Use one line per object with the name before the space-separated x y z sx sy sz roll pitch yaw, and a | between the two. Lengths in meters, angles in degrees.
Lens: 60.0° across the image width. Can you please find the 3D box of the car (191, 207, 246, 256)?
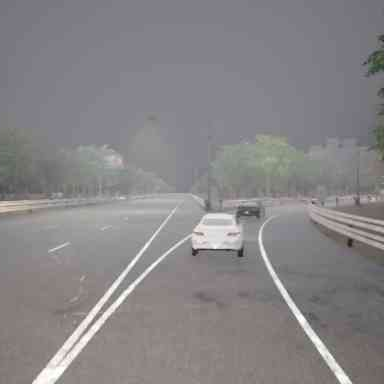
car | 1.110 1.535 13.118 1.812 1.442 4.674 0 0 9

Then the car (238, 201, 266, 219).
car | 5.309 1.519 29.373 1.882 1.535 5.008 0 0 20

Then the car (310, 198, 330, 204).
car | 22.241 1.626 57.447 1.895 1.301 4.718 0 0 42
